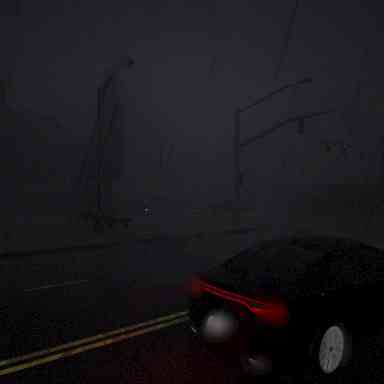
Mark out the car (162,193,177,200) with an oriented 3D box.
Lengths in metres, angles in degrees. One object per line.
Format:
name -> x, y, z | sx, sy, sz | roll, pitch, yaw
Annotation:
car -> -5.646, 1.152, 86.848 | 3.866, 1.878, 1.905 | 0, 0, -37

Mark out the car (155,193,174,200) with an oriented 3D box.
car -> -7.324, 1.150, 89.207 | 4.605, 1.855, 1.932 | 0, 0, -37

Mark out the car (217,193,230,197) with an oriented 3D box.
car -> 7.773, 1.392, 68.764 | 3.806, 1.475, 1.970 | 0, 0, -37

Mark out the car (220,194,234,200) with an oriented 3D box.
car -> 10.003, 1.390, 95.066 | 3.806, 1.475, 1.970 | 0, 0, -37

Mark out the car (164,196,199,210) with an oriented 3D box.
car -> -1.414, 1.562, 43.565 | 1.994, 1.385, 4.181 | 0, 0, -35

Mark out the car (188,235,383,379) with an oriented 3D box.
car -> 2.261, 1.477, 5.619 | 5.008, 1.535, 1.882 | 0, 0, -37

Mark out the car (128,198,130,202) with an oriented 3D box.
car -> -11.669, 1.537, 70.554 | 2.033, 1.411, 5.357 | 0, 0, -35

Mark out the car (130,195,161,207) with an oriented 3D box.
car -> -7.302, 1.350, 51.990 | 2.097, 1.767, 4.553 | 0, 0, -35

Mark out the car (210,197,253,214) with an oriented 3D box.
car -> 4.122, 1.546, 35.666 | 2.033, 1.411, 5.357 | 0, 0, -35

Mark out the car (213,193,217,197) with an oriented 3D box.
car -> 6.059, 1.152, 71.098 | 3.866, 1.878, 1.905 | 0, 0, -37
